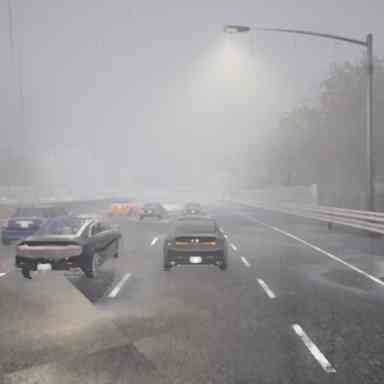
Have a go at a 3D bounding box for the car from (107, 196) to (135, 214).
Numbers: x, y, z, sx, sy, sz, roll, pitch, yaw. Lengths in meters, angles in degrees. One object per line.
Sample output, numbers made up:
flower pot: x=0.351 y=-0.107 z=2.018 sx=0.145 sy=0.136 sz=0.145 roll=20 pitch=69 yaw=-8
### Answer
car: x=-6.913 y=1.466 z=33.799 sx=2.097 sy=1.767 sz=4.553 roll=0 pitch=0 yaw=0

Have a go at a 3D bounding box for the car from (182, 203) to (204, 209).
car: x=0.089 y=1.645 z=29.301 sx=2.033 sy=1.411 sz=5.357 roll=0 pitch=0 yaw=0

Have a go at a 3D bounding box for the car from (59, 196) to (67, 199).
car: x=-28.028 y=1.638 z=73.577 sx=1.882 sy=1.535 sz=5.008 roll=0 pitch=0 yaw=0

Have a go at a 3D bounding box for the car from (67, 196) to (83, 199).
car: x=-24.528 y=1.746 z=71.359 sx=1.812 sy=1.442 sz=4.674 roll=0 pitch=0 yaw=0

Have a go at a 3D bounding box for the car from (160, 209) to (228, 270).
car: x=0.096 y=1.538 z=11.131 sx=1.837 sy=1.490 sz=4.892 roll=0 pitch=0 yaw=0

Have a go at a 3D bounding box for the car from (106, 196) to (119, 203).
car: x=-17.528 y=1.661 z=73.581 sx=1.837 sy=1.490 sz=4.892 roll=0 pitch=0 yaw=0

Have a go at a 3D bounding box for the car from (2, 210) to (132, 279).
car: x=-3.403 y=1.522 z=10.088 sx=2.128 sy=1.511 sz=4.902 roll=0 pitch=0 yaw=0

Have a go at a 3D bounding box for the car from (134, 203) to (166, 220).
car: x=-3.409 y=1.644 z=29.292 sx=2.033 sy=1.411 sz=5.357 roll=0 pitch=0 yaw=0

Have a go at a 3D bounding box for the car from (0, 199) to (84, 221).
car: x=-6.906 y=1.400 z=15.833 sx=2.097 sy=1.767 sz=4.553 roll=0 pitch=0 yaw=0

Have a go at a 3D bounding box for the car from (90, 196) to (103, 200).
car: x=-21.028 y=1.639 z=73.580 sx=1.882 sy=1.535 sz=5.008 roll=0 pitch=0 yaw=0
